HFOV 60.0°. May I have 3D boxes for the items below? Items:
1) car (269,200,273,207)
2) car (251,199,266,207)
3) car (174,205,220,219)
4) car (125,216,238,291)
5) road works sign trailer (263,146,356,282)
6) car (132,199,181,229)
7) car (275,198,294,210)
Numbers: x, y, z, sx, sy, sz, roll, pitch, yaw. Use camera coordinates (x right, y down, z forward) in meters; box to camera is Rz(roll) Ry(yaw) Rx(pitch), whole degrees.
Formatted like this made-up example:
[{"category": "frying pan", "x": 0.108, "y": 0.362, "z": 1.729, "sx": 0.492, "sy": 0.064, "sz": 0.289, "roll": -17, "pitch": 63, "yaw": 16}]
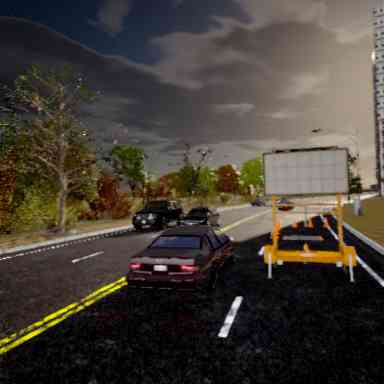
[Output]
[{"category": "car", "x": 15.299, "y": 1.853, "z": 60.522, "sx": 1.812, "sy": 1.442, "sz": 4.674, "roll": -2, "pitch": -1, "yaw": 25}, {"category": "car", "x": 12.384, "y": 1.976, "z": 61.944, "sx": 2.033, "sy": 1.411, "sz": 5.357, "roll": -2, "pitch": -1, "yaw": 25}, {"category": "car", "x": 0.668, "y": 1.780, "z": 23.033, "sx": 1.837, "sy": 1.490, "sz": 4.892, "roll": -2, "pitch": -1, "yaw": 18}, {"category": "car", "x": 0.042, "y": 1.669, "z": 9.454, "sx": 2.033, "sy": 1.411, "sz": 5.357, "roll": -2, "pitch": -1, "yaw": 16}, {"category": "road works sign trailer", "x": 3.398, "y": 0.494, "z": 9.952, "sx": 2.380, "sy": 3.560, "sz": 2.880, "roll": -2, "pitch": -1, "yaw": 17}, {"category": "car", "x": -2.313, "y": 1.600, "z": 24.431, "sx": 2.150, "sy": 2.045, "sz": 5.566, "roll": -2, "pitch": -1, "yaw": 18}, {"category": "car", "x": 13.368, "y": 1.784, "z": 47.479, "sx": 1.994, "sy": 1.385, "sz": 4.181, "roll": -2, "pitch": -1, "yaw": 22}]
